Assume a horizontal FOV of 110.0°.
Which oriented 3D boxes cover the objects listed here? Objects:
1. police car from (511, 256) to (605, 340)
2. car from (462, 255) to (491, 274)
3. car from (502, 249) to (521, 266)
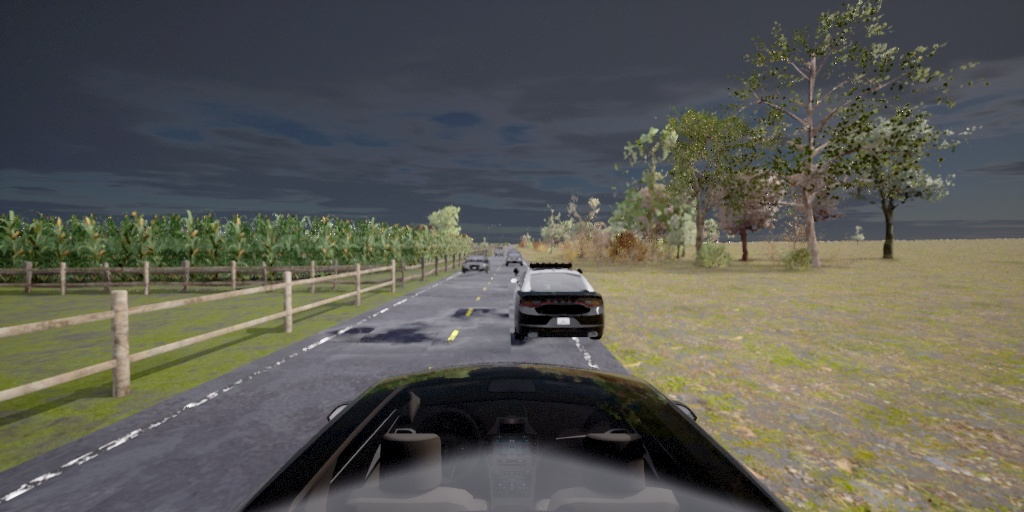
[{"bbox_3d":[0.998,0.977,9.440,1.930,1.638,5.238,0,1,0],"label":"police car"},{"bbox_3d":[-2.724,0.627,28.115,1.994,1.385,4.181,0,2,0],"label":"car"},{"bbox_3d":[0.258,0.297,39.953,2.033,1.411,5.357,0,1,0],"label":"car"}]
